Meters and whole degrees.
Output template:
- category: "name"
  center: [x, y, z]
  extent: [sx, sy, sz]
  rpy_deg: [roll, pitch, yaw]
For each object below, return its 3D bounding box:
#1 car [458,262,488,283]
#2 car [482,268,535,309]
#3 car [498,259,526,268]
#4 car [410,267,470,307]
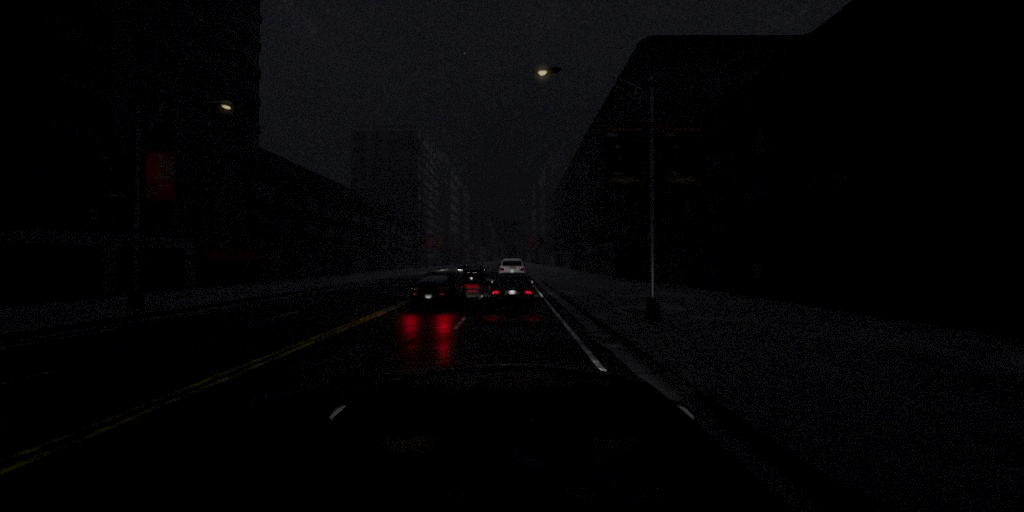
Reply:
- category: "car"
  center: [-3.237, 1.540, 31.144]
  extent: [1.837, 1.490, 4.892]
  rpy_deg: [0, 0, 0]
- category: "car"
  center: [0.005, 1.431, 15.838]
  extent: [2.033, 1.411, 5.357]
  rpy_deg: [0, -1, 0]
- category: "car"
  center: [0.009, 1.246, 30.851]
  extent: [2.150, 2.045, 5.566]
  rpy_deg: [0, 0, 0]
- category: "car"
  center: [-3.240, 1.413, 16.222]
  extent: [1.812, 1.442, 4.674]
  rpy_deg: [0, 0, 0]
